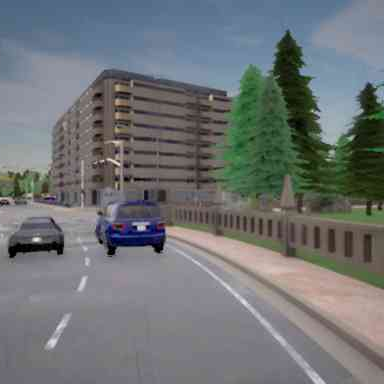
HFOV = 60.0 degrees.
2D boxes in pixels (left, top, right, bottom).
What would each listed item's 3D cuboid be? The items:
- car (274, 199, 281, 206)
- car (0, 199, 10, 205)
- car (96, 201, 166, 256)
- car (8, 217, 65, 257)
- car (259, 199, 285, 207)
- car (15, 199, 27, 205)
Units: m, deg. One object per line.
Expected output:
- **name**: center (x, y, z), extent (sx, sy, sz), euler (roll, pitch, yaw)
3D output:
- **car**: center (17.649, 1.989, 62.506), extent (4.553, 1.767, 2.097), euler (0, -1, -30)
- **car**: center (-44.635, 2.438, 79.671), extent (2.128, 1.511, 4.902), euler (0, -1, -31)
- **car**: center (-2.751, 1.378, 14.255), extent (2.150, 2.045, 5.566), euler (0, 0, -21)
- **car**: center (-6.449, 1.725, 13.939), extent (1.994, 1.385, 4.181), euler (0, -1, -23)
- **car**: center (15.749, 2.165, 65.422), extent (4.892, 1.490, 1.837), euler (0, -1, -30)
- **car**: center (-41.683, 2.478, 81.554), extent (1.994, 1.385, 4.181), euler (0, -1, -31)
